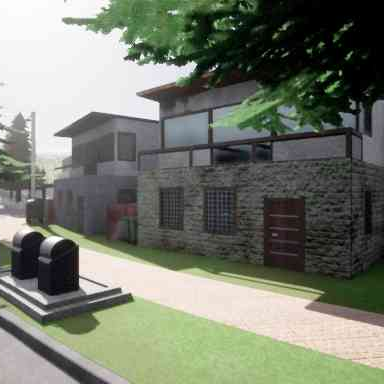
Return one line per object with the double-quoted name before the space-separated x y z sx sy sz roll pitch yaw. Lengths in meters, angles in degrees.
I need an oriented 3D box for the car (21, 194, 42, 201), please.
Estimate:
"car" -39.265 1.487 82.372 5.008 1.535 1.882 0 0 -30
